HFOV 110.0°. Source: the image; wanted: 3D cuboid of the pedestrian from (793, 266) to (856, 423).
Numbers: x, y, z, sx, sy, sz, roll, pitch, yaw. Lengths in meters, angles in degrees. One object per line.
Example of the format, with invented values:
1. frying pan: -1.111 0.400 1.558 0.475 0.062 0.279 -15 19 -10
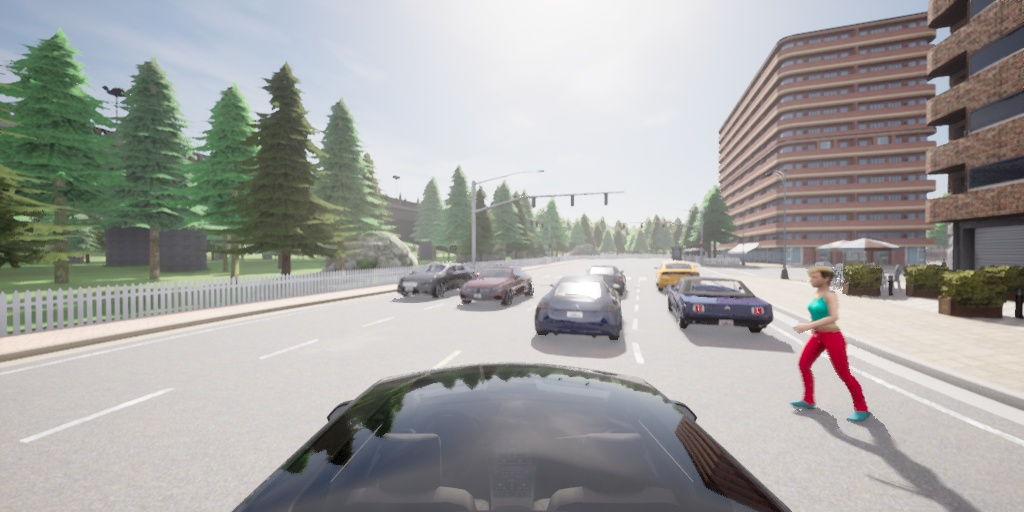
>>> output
1. pedestrian: 3.801 1.009 4.379 0.375 1.860 0.375 0 1 9

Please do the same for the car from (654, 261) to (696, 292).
1. car: 8.768 1.013 19.229 1.882 1.535 5.008 0 1 19

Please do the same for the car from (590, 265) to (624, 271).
1. car: 4.533 1.121 17.676 1.994 1.385 4.181 0 1 19

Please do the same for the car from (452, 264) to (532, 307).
1. car: -0.444 1.120 14.885 1.812 1.442 4.674 0 1 20

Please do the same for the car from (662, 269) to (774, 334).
1. car: 5.664 1.243 10.419 1.895 1.301 4.718 0 1 18

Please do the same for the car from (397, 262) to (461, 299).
1. car: -3.402 1.063 16.998 2.128 1.511 4.902 0 1 20

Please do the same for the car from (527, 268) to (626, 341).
1. car: 1.918 1.218 9.694 1.994 1.385 4.181 0 1 16
